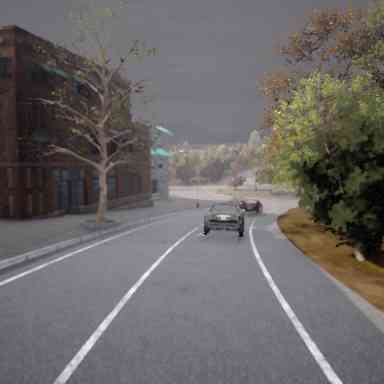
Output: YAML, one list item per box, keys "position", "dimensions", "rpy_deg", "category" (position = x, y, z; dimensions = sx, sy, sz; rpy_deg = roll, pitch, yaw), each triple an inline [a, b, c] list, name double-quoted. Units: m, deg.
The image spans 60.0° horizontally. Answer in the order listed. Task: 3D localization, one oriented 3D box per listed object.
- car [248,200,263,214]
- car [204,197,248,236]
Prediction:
- position: [7.026, 1.643, 38.520]
  dimensions: [1.882, 1.535, 5.008]
  rpy_deg: [2, 0, 19]
  category: "car"
- position: [1.952, 1.370, 19.006]
  dimensions: [2.097, 1.767, 4.553]
  rpy_deg: [1, 0, 9]
  category: "car"
